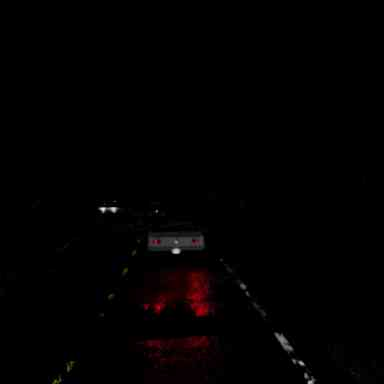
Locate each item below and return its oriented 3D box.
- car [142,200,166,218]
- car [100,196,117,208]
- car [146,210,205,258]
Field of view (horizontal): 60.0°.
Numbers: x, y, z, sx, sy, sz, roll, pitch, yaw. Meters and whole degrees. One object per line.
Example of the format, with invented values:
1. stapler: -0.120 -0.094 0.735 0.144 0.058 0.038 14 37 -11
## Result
1. car: -3.540 1.507 30.767 1.882 1.535 5.008 0 0 -12
2. car: -12.711 1.407 50.513 2.097 1.767 4.553 0 0 -21
3. car: -0.698 1.613 12.883 1.895 1.301 4.718 0 0 -5
